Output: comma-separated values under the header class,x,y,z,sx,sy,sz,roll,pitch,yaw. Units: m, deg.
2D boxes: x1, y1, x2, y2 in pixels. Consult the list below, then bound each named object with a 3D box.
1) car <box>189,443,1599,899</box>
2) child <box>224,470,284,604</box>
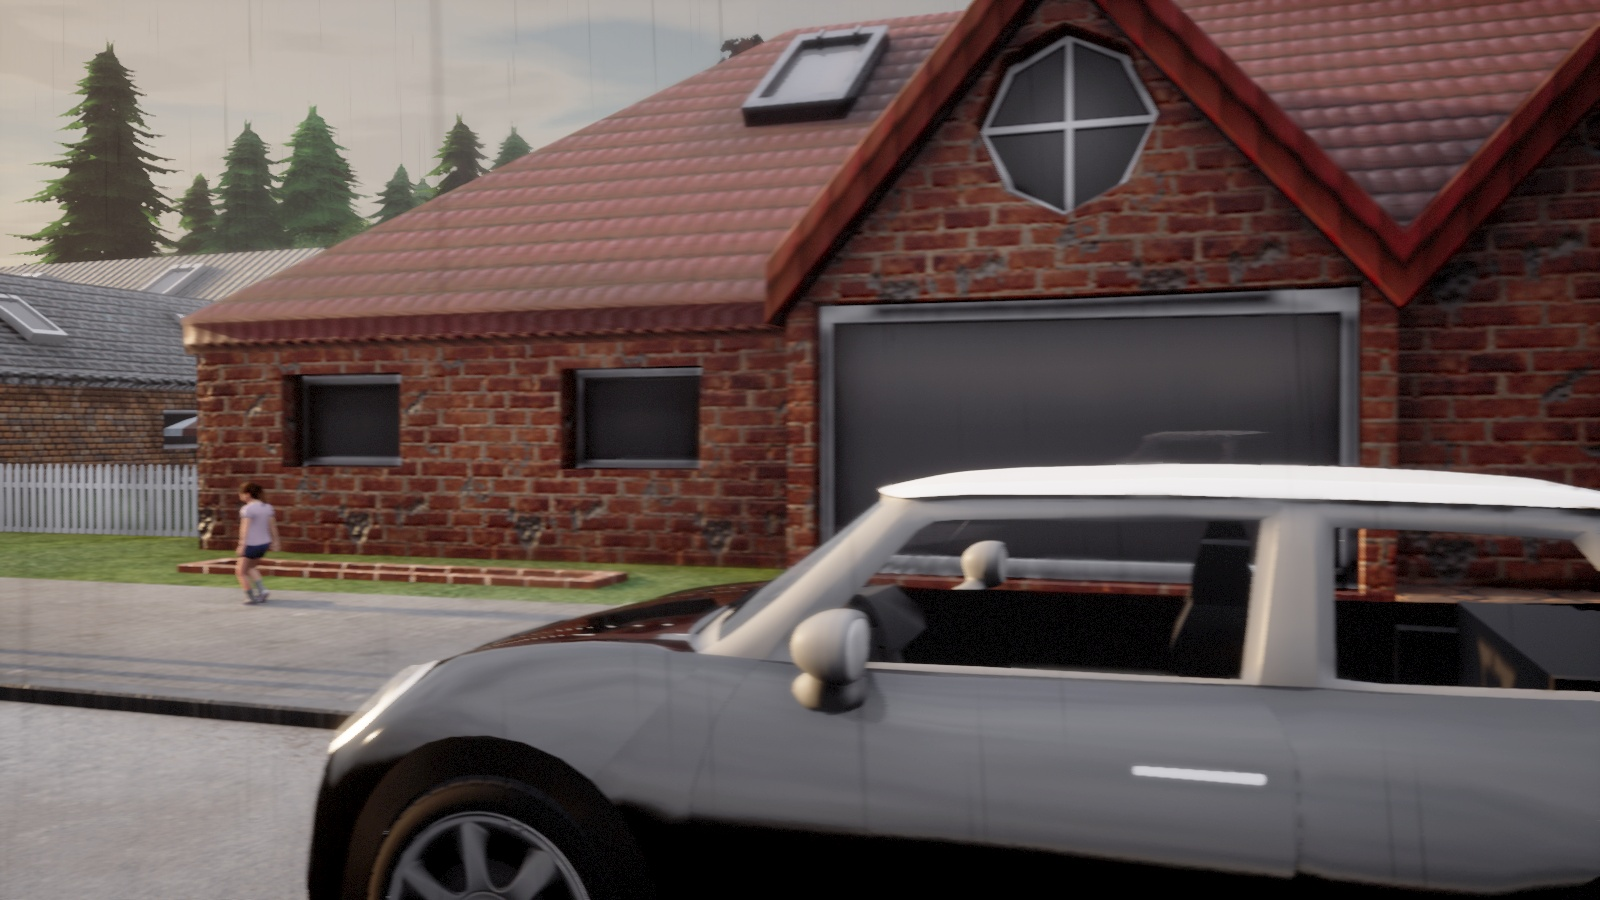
class,x,y,z,sx,sy,sz,roll,pitch,yaw
car,0.560,0.738,3.519,3.806,1.475,1.970,1,1,19
child,-4.644,0.728,10.690,0.394,1.110,0.255,1,1,18
